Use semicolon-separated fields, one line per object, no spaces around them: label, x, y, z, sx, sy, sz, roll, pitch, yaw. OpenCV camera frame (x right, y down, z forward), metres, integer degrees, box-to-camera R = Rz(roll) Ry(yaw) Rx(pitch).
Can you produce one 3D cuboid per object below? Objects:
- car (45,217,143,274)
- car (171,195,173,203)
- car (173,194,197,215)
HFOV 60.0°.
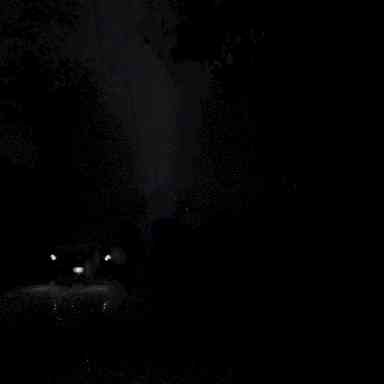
car;-2.818;1.569;10.946;2.033;1.411;5.357;0;0;0
car;-1.757;0.916;45.858;1.994;1.385;4.181;0;3;-6
car;-0.577;1.312;32.540;2.128;1.511;4.902;0;1;-3
